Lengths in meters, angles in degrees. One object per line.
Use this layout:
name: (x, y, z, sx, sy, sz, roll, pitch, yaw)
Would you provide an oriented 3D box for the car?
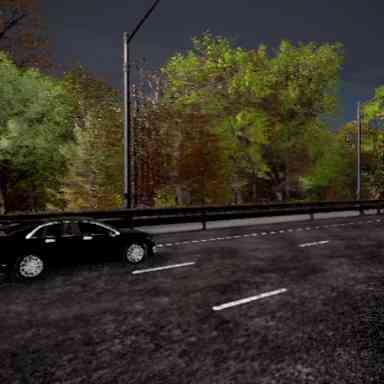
car: (-3.432, 1.486, 9.896, 4.892, 1.490, 1.837, 0, 0, -36)
